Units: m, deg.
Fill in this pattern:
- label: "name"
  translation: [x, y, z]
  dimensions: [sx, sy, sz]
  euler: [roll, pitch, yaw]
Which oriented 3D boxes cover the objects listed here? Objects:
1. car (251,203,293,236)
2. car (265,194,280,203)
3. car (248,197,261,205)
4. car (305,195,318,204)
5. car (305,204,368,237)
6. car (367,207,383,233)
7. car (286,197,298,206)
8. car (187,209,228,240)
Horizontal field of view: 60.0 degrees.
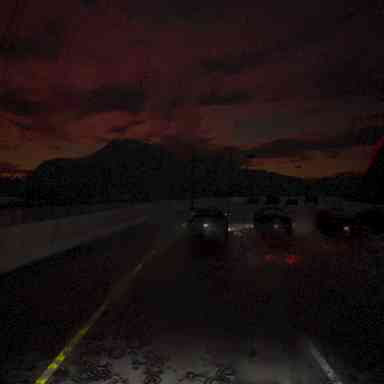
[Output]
- label: "car"
  translation: [4.554, 1.597, 19.085]
  dimensions: [1.812, 1.442, 4.674]
  euler: [1, 0, 6]
- label: "car"
  translation: [15.569, 1.465, 64.188]
  dimensions: [2.150, 2.045, 5.566]
  euler: [0, 0, 22]
- label: "car"
  translation: [12.080, 1.697, 64.601]
  dimensions: [1.837, 1.490, 4.892]
  euler: [0, 0, 22]
- label: "car"
  translation: [22.494, 1.565, 62.642]
  dimensions: [2.150, 2.045, 5.566]
  euler: [0, 0, 23]
- label: "car"
  translation: [8.069, 1.648, 19.099]
  dimensions: [1.812, 1.442, 4.674]
  euler: [1, 0, 6]
- label: "car"
  translation: [11.804, 1.670, 20.880]
  dimensions: [2.128, 1.511, 4.902]
  euler: [1, 0, 7]
- label: "car"
  translation: [19.150, 1.773, 63.436]
  dimensions: [1.882, 1.535, 5.008]
  euler: [0, 0, 22]
- label: "car"
  translation: [0.894, 1.581, 17.396]
  dimensions: [1.994, 1.385, 4.181]
  euler: [1, 0, 6]
